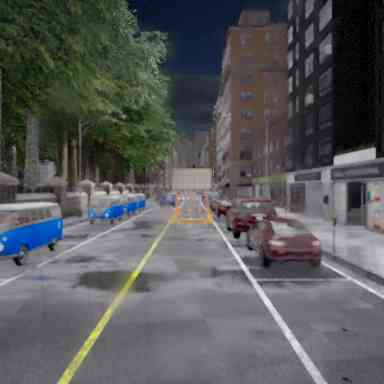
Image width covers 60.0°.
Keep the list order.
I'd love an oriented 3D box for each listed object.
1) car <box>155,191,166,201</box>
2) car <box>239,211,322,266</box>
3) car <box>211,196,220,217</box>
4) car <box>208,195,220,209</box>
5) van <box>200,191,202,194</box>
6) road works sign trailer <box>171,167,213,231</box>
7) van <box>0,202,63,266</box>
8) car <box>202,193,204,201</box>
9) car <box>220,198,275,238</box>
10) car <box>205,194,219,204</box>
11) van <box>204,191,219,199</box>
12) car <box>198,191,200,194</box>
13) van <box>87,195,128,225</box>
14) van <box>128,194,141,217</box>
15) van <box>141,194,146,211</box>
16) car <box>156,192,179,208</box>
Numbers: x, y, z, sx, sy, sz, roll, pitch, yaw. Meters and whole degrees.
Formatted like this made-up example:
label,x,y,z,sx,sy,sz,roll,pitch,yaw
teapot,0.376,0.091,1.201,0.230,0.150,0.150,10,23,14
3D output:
label,x,y,z,sx,sy,sz,roll,pitch,yaw
car,-5.672,0.772,61.802,2.192,1.841,5.009,0,1,0
car,2.854,1.495,10.903,1.802,1.307,4.206,0,0,0
car,2.854,1.315,27.883,1.887,1.381,4.507,0,1,0
car,2.854,1.303,33.544,1.802,1.307,4.206,0,1,0
van,2.853,0.798,61.843,1.690,1.788,3.998,0,1,0
road works sign trailer,-0.001,0.307,19.508,2.380,3.560,2.880,0,0,0
van,-5.671,1.255,10.883,1.690,1.788,3.998,0,0,0
car,2.853,1.110,50.524,1.887,1.381,4.507,0,1,0
car,2.853,1.182,16.561,2.192,1.841,5.009,0,0,0
car,2.854,1.252,39.204,1.802,1.307,4.206,0,1,0
van,2.853,0.959,44.862,1.690,1.788,3.998,0,1,0
car,2.853,0.967,67.505,1.947,1.339,4.313,0,1,0
van,-5.671,1.161,22.198,1.690,1.788,3.998,0,0,0
van,-5.672,1.112,27.856,1.690,1.788,3.998,0,0,0
van,-5.672,1.062,33.514,1.690,1.788,3.998,0,1,0
car,-3.088,1.119,42.351,1.882,1.535,5.008,0,1,0
